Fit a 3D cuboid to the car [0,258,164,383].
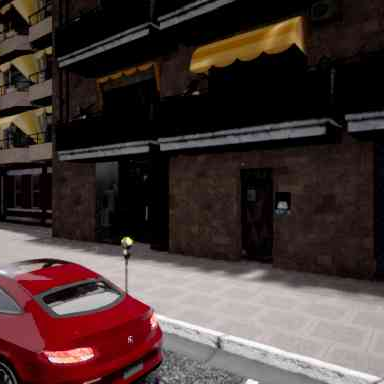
[{"bbox_3d":[-2.267,1.583,4.491,4.206,1.307,1.802,0,0,35],"label":"car"}]
